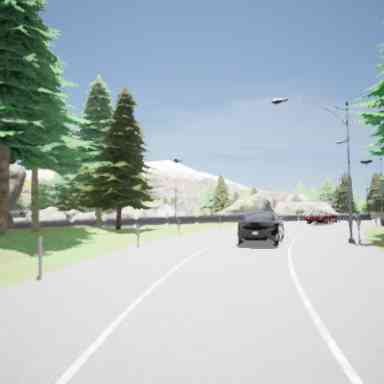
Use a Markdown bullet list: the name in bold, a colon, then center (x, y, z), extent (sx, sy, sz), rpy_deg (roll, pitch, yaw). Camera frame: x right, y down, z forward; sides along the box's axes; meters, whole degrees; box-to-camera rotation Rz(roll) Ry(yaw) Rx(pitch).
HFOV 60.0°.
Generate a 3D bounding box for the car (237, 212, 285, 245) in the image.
- **car**: center (3.622, 1.745, 17.083), extent (1.882, 1.535, 5.008), rpy_deg (-2, -2, 19)

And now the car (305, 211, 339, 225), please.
- **car**: center (12.961, 2.563, 32.978), extent (1.895, 1.301, 4.718), rpy_deg (-4, -5, 40)
